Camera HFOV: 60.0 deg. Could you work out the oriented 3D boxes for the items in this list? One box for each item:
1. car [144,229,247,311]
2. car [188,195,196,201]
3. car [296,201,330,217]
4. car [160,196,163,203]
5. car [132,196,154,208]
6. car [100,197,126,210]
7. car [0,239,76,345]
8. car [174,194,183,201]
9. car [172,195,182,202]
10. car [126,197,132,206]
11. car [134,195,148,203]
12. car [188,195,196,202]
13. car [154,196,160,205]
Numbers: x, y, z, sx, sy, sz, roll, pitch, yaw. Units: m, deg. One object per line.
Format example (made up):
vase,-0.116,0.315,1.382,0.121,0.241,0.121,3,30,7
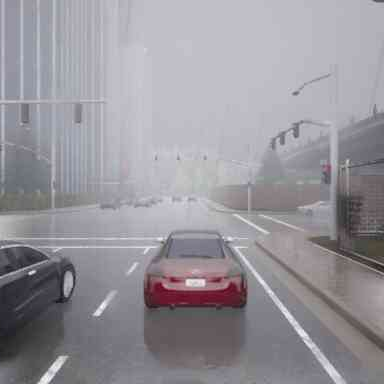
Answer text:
car,0.074,1.564,7.855,1.994,1.385,4.181,0,0,0
car,0.022,1.478,85.191,1.882,1.535,5.008,0,0,0
car,12.375,1.581,31.745,4.674,1.442,1.812,0,0,-3
car,-7.005,1.491,67.162,2.128,1.511,4.902,0,0,0
car,-7.067,1.526,48.065,1.812,1.442,4.674,0,0,0
car,-10.587,1.547,43.775,2.033,1.411,5.357,0,0,0
car,-3.440,1.506,5.304,1.837,1.490,4.892,0,0,0
car,-3.478,1.386,84.663,2.128,1.511,4.902,0,0,0
car,-3.481,1.495,74.239,1.837,1.490,4.892,0,0,0
car,-10.577,1.491,53.515,2.128,1.511,4.902,0,0,0
car,-10.483,1.492,68.665,2.128,1.511,4.902,0,0,0
car,0.027,1.478,74.784,1.882,1.535,5.008,0,0,0
car,-7.068,1.601,57.144,1.895,1.301,4.718,0,0,0
